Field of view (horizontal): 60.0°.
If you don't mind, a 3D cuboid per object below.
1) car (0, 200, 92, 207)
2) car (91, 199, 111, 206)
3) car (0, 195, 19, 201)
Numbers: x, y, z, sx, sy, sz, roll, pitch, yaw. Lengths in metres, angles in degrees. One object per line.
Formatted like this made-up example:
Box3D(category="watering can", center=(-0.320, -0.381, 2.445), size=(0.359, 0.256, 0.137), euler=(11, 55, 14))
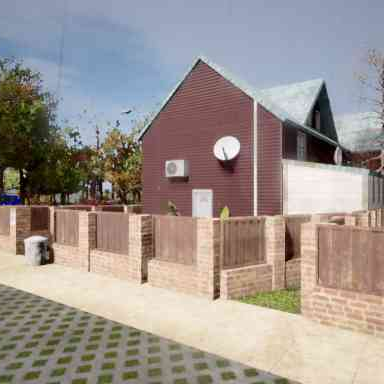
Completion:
Box3D(category="car", center=(-9.243, 1.521, 21.350), size=(1.882, 1.535, 5.008), euler=(0, 0, 36))
Box3D(category="car", center=(-10.992, 1.570, 36.024), size=(1.882, 1.535, 5.008), euler=(0, 0, 35))
Box3D(category="car", center=(-17.062, 1.279, 27.528), size=(2.150, 2.045, 5.566), euler=(0, 0, 36))
